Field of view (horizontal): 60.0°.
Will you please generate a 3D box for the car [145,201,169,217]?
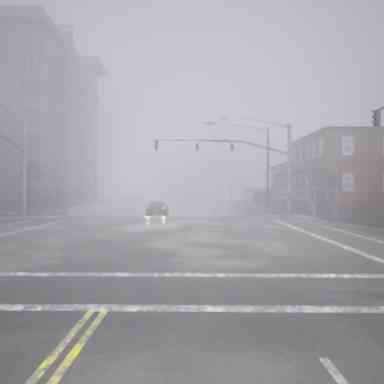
[{"bbox_3d":[-3.593,1.710,34.841,2.097,1.767,4.553,0,-4,0],"label":"car"}]
